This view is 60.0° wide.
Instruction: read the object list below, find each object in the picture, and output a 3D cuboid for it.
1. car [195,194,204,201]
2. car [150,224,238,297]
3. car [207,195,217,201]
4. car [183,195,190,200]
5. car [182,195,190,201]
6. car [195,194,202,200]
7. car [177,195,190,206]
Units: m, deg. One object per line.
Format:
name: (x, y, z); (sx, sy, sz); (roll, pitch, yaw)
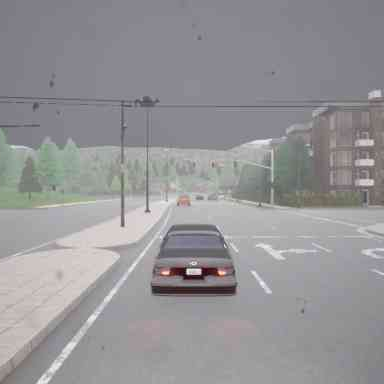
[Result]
car: (1.967, 1.477, 85.377); (1.882, 1.535, 5.008); (0, 0, 0)
car: (0.041, 1.547, 8.768); (2.033, 1.411, 5.357); (0, 0, 0)
car: (5.467, 1.539, 85.385); (2.033, 1.411, 5.357); (0, 0, 0)
car: (-1.557, 1.571, 95.653); (1.895, 1.301, 4.718); (0, 0, 0)
car: (-1.532, 1.523, 85.338); (1.812, 1.442, 4.674); (0, 0, 0)
car: (1.943, 1.472, 95.625); (1.837, 1.490, 4.892); (0, 0, 0)
car: (-1.364, 1.352, 54.513); (2.097, 1.767, 4.553); (0, 0, -1)
